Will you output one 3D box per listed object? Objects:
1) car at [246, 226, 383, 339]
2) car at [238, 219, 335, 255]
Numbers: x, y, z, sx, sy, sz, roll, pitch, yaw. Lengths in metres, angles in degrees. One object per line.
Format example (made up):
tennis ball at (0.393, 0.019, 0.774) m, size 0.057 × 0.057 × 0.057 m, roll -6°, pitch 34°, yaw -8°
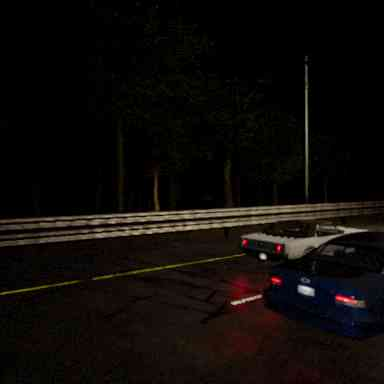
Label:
car at (3.743, 1.499, 6.413) m, size 5.357 × 1.411 × 2.033 m, roll -1°, pitch 0°, yaw -35°
car at (3.829, 1.534, 10.770) m, size 4.718 × 1.301 × 1.895 m, roll -1°, pitch 0°, yaw -35°
